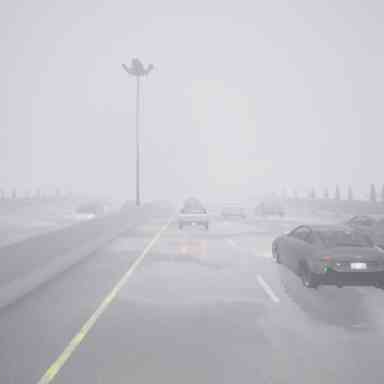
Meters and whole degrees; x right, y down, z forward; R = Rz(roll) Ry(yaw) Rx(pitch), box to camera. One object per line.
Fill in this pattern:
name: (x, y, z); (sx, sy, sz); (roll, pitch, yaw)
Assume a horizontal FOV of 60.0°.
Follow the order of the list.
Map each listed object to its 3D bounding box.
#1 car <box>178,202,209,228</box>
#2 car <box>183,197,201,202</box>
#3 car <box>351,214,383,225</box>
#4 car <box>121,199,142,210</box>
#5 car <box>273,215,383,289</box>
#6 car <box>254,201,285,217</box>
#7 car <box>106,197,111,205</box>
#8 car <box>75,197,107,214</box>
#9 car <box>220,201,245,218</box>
car: (0.105, 1.602, 22.112); (1.895, 1.301, 4.718); (0, 0, 0)
car: (-0.003, 1.354, 40.620); (2.097, 1.767, 4.553); (0, 0, -1)
car: (7.104, 1.564, 13.023); (1.994, 1.385, 4.181); (0, 0, 0)
car: (-7.169, 1.549, 40.083); (2.033, 1.411, 5.357); (0, 0, -1)
car: (3.603, 1.564, 9.200); (1.994, 1.385, 4.181); (0, 0, 0)
car: (7.103, 1.549, 30.811); (2.033, 1.411, 5.357); (0, 0, 0)
car: (-14.489, 1.528, 54.488); (1.812, 1.442, 4.674); (0, 0, -1)
car: (-10.622, 1.565, 34.722); (1.994, 1.385, 4.181); (0, 0, 0)
car: (3.590, 1.527, 30.050); (1.812, 1.442, 4.674); (0, 0, 0)
